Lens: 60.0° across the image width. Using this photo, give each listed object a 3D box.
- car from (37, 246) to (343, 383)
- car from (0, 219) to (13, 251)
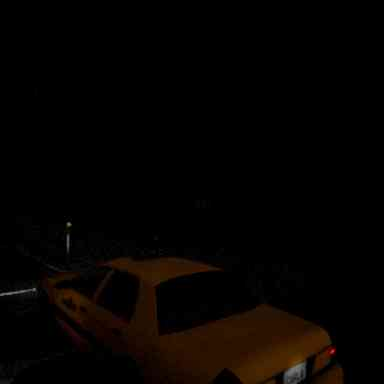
[{"bbox_3d":[-0.747,1.552,4.779,1.801,1.575,5.366,1,-1,-39],"label":"car"},{"bbox_3d":[-9.173,1.853,14.742,2.008,1.369,4.403,1,-1,-39],"label":"car"}]
